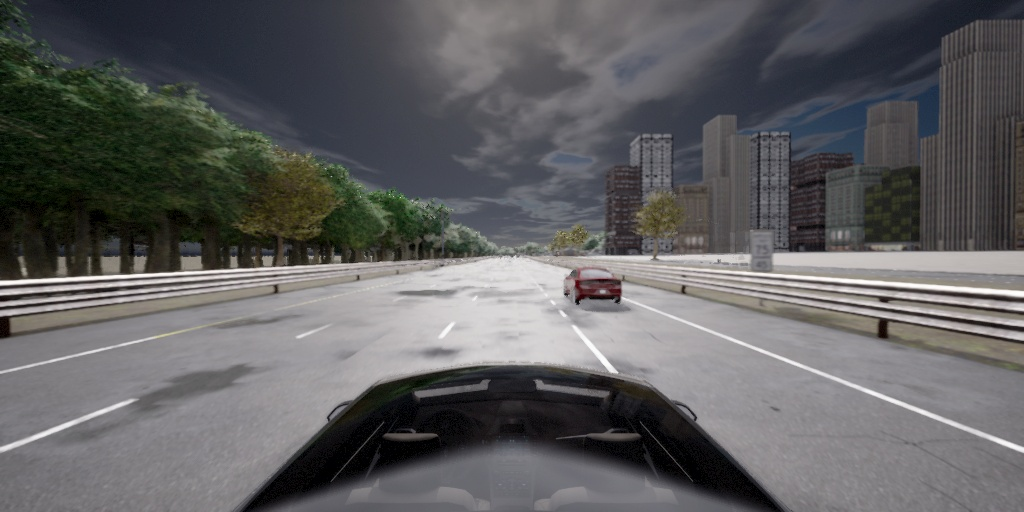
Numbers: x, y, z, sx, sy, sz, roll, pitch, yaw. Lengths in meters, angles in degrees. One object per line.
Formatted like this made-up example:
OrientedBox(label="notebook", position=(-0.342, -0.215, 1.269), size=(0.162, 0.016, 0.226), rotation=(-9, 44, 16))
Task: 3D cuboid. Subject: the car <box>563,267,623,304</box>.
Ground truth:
OrientedBox(label="car", position=(3.511, 1.231, 16.375), size=(1.882, 1.535, 5.008), rotation=(0, 0, 0))
